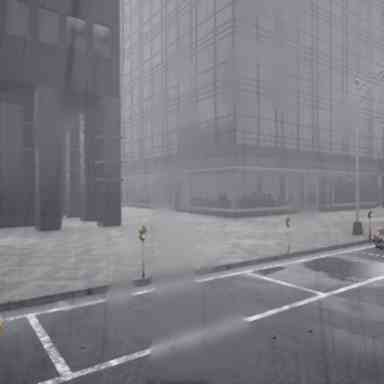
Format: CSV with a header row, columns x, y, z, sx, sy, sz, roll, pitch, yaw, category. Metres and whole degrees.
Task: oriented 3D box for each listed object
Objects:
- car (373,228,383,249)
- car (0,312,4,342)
x,y,z,sx,sy,sz,roll,pitch,yaw,category
8.711,1.513,12.863,4.206,1.307,1.802,0,0,-35,car
-4.681,1.536,3.313,4.829,1.417,1.752,0,0,-35,car
